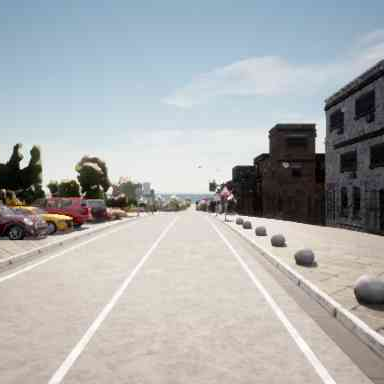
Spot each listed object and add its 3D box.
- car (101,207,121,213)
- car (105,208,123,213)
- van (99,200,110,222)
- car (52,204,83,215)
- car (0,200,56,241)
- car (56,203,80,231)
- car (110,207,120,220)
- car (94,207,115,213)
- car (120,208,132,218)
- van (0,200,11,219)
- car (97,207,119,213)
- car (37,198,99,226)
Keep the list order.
[{"bbox_3d":[-21.779,4.858,89.661,5.008,1.535,2.097,0,-3,0],"label":"car"},{"bbox_3d":[-21.757,5.066,92.803,4.674,1.452,2.002,0,-3,0],"label":"car"},{"bbox_3d":[-9.641,1.614,28.345,4.442,1.987,1.878,0,-2,0],"label":"van"},{"bbox_3d":[-21.941,3.079,58.827,4.553,1.767,2.185,0,-3,0],"label":"car"},{"bbox_3d":[-9.469,1.395,16.201,4.553,1.767,2.185,0,-1,-1],"label":"car"},{"bbox_3d":[-9.469,1.591,19.233,5.008,1.535,2.097,0,-1,-1],"label":"car"},{"bbox_3d":[-9.569,1.813,31.377,4.553,1.767,2.185,0,-2,0],"label":"car"},{"bbox_3d":[-21.800,4.547,83.119,4.674,1.452,2.002,0,-3,0],"label":"car"},{"bbox_3d":[-9.366,2.041,34.290,5.366,1.575,1.946,0,-2,0],"label":"car"},{"bbox_3d":[-21.705,1.841,34.892,4.442,1.987,1.878,0,-2,0],"label":"van"},{"bbox_3d":[-21.782,4.684,86.392,4.892,1.521,2.231,0,-3,0],"label":"car"},{"bbox_3d":[-9.519,1.409,22.156,5.566,2.045,2.435,0,-2,0],"label":"car"}]
